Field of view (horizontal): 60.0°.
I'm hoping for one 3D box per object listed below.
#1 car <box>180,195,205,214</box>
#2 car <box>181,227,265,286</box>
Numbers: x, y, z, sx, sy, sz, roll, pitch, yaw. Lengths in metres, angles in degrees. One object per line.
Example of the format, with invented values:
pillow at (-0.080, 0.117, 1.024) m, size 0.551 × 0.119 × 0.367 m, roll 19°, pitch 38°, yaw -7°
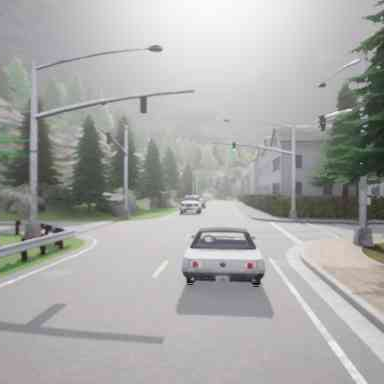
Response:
car at (-0.067, 1.434, 39.087) m, size 2.150 × 2.045 × 5.566 m, roll 0°, pitch 0°, yaw 6°
car at (0.891, 1.657, 9.607) m, size 1.895 × 1.301 × 4.718 m, roll 0°, pitch 0°, yaw 5°
